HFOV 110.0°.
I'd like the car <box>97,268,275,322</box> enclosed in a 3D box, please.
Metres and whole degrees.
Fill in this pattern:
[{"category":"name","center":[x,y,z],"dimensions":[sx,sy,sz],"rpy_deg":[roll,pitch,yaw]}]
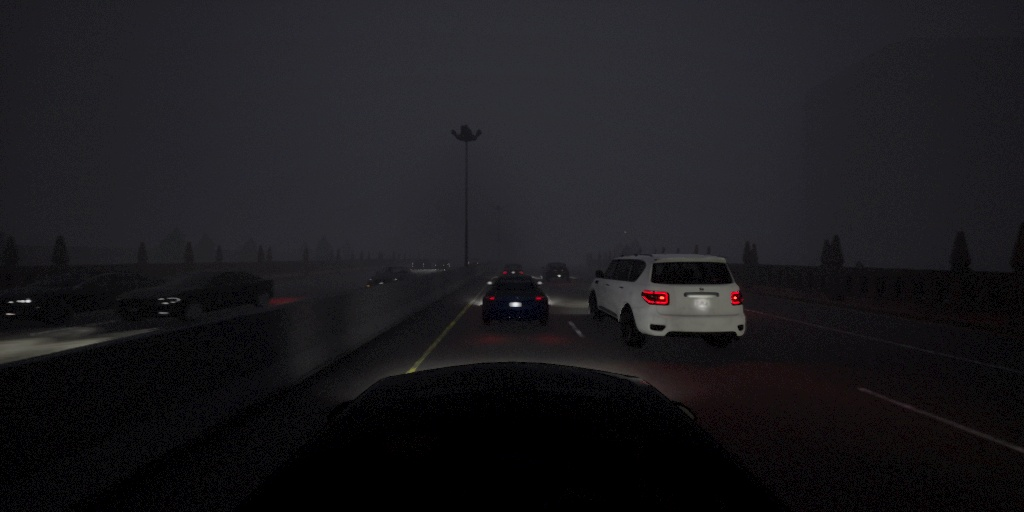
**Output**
[{"category":"car","center":[-10.602,1.231,12.527],"dimensions":[1.882,1.535,5.008],"rpy_deg":[0,0,0]}]

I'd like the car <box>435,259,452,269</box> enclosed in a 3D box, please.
[{"category":"car","center":[-10.479,1.275,55.124],"dimensions":[1.837,1.490,4.892],"rpy_deg":[0,0,1]}]

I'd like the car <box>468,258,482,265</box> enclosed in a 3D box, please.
[{"category":"car","center":[-6.519,1.135,63.928],"dimensions":[2.097,1.767,4.553],"rpy_deg":[0,0,5]}]

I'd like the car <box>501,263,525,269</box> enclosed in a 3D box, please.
[{"category":"car","center":[0.093,1.309,29.794],"dimensions":[2.033,1.411,5.357],"rpy_deg":[0,0,0]}]

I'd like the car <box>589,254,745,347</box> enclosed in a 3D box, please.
[{"category":"car","center":[3.599,0.975,9.482],"dimensions":[2.150,2.045,5.566],"rpy_deg":[0,0,0]}]

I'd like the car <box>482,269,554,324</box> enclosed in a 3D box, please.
[{"category":"car","center":[0.098,1.318,11.945],"dimensions":[1.994,1.385,4.181],"rpy_deg":[0,0,0]}]

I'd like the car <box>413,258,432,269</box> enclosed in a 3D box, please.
[{"category":"car","center":[-13.970,1.123,55.536],"dimensions":[2.097,1.767,4.553],"rpy_deg":[0,0,1]}]

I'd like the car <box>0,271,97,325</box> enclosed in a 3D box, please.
[{"category":"car","center":[-14.102,1.245,11.931],"dimensions":[2.128,1.511,4.902],"rpy_deg":[0,0,0]}]

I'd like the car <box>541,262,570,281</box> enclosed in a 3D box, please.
[{"category":"car","center":[3.593,1.266,29.736],"dimensions":[1.837,1.490,4.892],"rpy_deg":[0,0,0]}]

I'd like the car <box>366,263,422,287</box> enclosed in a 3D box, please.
[{"category":"car","center":[-7.103,1.321,21.537],"dimensions":[1.994,1.385,4.181],"rpy_deg":[0,0,0]}]
